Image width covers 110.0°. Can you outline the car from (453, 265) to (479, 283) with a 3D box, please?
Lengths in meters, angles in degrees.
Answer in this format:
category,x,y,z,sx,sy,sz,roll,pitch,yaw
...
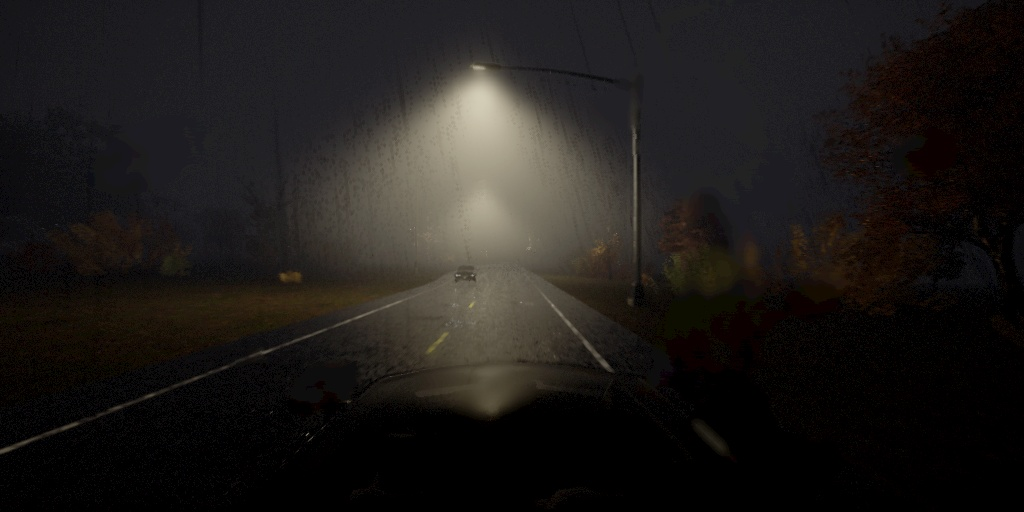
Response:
category,x,y,z,sx,sy,sz,roll,pitch,yaw
car,-4.043,1.533,31.931,1.837,1.490,4.892,0,0,-4
